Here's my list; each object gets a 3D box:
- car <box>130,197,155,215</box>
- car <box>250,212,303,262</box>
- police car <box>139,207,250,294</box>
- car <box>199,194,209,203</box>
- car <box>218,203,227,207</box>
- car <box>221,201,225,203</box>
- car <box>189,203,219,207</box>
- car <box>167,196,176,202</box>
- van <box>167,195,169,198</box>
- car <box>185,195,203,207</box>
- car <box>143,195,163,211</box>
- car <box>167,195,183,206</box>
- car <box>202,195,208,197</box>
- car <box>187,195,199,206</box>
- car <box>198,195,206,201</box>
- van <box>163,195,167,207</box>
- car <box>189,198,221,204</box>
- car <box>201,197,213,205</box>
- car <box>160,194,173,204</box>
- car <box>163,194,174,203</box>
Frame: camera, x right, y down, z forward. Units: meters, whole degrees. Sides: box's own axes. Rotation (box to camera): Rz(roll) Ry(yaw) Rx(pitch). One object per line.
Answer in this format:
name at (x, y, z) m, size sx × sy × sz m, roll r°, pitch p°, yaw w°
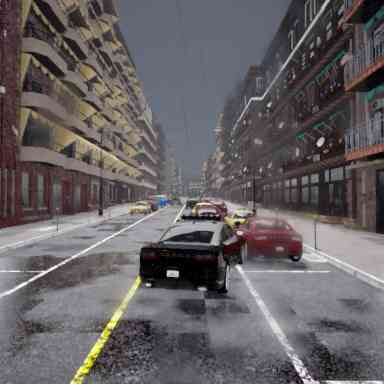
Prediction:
car at (-5.214, 1.571, 34.109) m, size 1.752 × 1.417 × 4.829 m, roll 2°, pitch 0°, yaw 0°
car at (2.613, 1.554, 12.074) m, size 1.887 × 1.381 × 4.507 m, roll 1°, pitch 0°, yaw 0°
police car at (0.298, 1.431, 9.129) m, size 1.930 × 1.638 × 5.238 m, roll 0°, pitch 0°, yaw 15°
car at (2.742, 1.504, 78.444) m, size 2.192 × 1.841 × 5.009 m, roll 1°, pitch 0°, yaw 0°
car at (2.628, 1.541, 17.776) m, size 1.752 × 1.417 × 4.829 m, roll 1°, pitch 0°, yaw 0°
car at (2.666, 1.591, 34.197) m, size 1.887 × 1.381 × 4.507 m, roll 1°, pitch 0°, yaw 0°
car at (0.870, 1.543, 18.747) m, size 1.812 × 1.442 × 4.674 m, roll 0°, pitch 0°, yaw 0°
car at (-5.097, 1.781, 84.053) m, size 1.947 × 1.339 × 4.313 m, roll 1°, pitch 0°, yaw 0°
van at (-5.157, 1.446, 56.401) m, size 1.690 × 1.788 × 3.998 m, roll 1°, pitch 0°, yaw 0°
car at (0.120, 1.550, 45.600) m, size 1.882 × 1.535 × 5.008 m, roll 0°, pitch 0°, yaw 0°
car at (-5.195, 1.373, 39.811) m, size 2.192 × 1.841 × 5.009 m, roll 2°, pitch 0°, yaw 0°
car at (-2.618, 1.626, 55.206) m, size 1.812 × 1.442 × 4.674 m, roll 0°, pitch 0°, yaw 0°
car at (2.719, 1.649, 56.320) m, size 1.887 × 1.381 × 4.507 m, roll 1°, pitch 0°, yaw 0°
car at (0.142, 1.467, 59.439) m, size 2.097 × 1.767 × 4.553 m, roll 0°, pitch 0°, yaw 0°
car at (2.765, 1.682, 89.507) m, size 1.967 × 1.590 × 4.097 m, roll 1°, pitch 0°, yaw 0°
van at (-5.169, 1.428, 50.869) m, size 1.690 × 1.788 × 3.998 m, roll 2°, pitch 0°, yaw 0°
car at (0.885, 1.482, 24.941) m, size 1.801 × 1.575 × 5.366 m, roll 0°, pitch 0°, yaw 0°
car at (2.732, 1.669, 61.850) m, size 1.887 × 1.381 × 4.507 m, roll 1°, pitch 0°, yaw 0°
car at (-5.130, 1.460, 67.462) m, size 2.192 × 1.841 × 5.009 m, roll 1°, pitch 0°, yaw 0°
car at (-5.116, 1.482, 72.992) m, size 2.192 × 1.841 × 5.009 m, roll 1°, pitch 0°, yaw 0°
